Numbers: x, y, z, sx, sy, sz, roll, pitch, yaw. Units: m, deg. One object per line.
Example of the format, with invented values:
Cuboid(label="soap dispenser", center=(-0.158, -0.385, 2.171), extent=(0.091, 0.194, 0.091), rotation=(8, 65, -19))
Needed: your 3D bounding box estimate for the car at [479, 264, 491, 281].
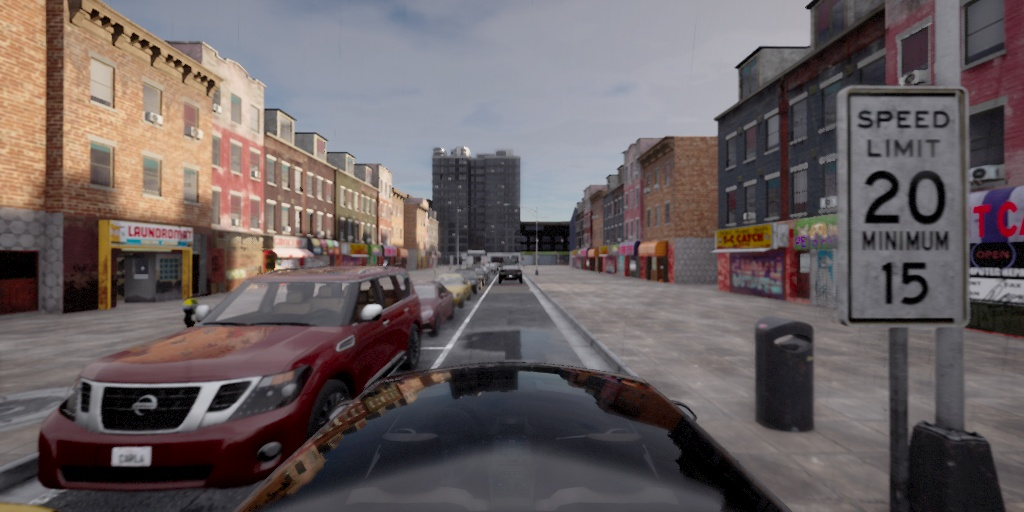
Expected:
Cuboid(label="car", center=(-2.824, 1.498, 26.800), extent=(1.948, 1.339, 4.313), rotation=(0, 0, 0))

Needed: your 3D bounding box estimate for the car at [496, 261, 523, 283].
Cuboid(label="car", center=(-0.113, 1.435, 30.119), extent=(1.882, 1.535, 5.008), rotation=(0, -1, 0))

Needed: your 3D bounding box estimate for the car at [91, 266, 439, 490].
Cuboid(label="car", center=(-2.652, 1.088, 4.993), extent=(2.192, 1.841, 5.009), rotation=(0, 0, 0))

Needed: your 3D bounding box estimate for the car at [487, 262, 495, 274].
Cuboid(label="car", center=(-2.867, 1.523, 32.252), extent=(2.007, 1.370, 4.403), rotation=(0, 0, 0))

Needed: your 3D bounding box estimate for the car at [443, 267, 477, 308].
Cuboid(label="car", center=(-2.737, 1.378, 15.726), extent=(1.751, 1.417, 4.829), rotation=(0, 0, 0))

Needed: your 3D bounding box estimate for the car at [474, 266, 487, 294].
Cuboid(label="car", center=(-2.781, 1.458, 21.348), extent=(1.948, 1.339, 4.313), rotation=(0, 0, 0))

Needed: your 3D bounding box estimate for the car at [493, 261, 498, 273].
Cuboid(label="car", center=(-2.996, 1.644, 48.607), extent=(2.007, 1.370, 4.403), rotation=(0, 0, 0))

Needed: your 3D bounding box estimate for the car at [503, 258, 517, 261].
Cuboid(label="car", center=(-0.226, 1.287, 44.571), extent=(2.150, 2.045, 5.566), rotation=(0, 0, 0))

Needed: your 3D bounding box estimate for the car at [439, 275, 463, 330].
Cuboid(label="car", center=(-2.695, 1.395, 10.445), extent=(1.802, 1.307, 4.207), rotation=(0, 0, 0))
